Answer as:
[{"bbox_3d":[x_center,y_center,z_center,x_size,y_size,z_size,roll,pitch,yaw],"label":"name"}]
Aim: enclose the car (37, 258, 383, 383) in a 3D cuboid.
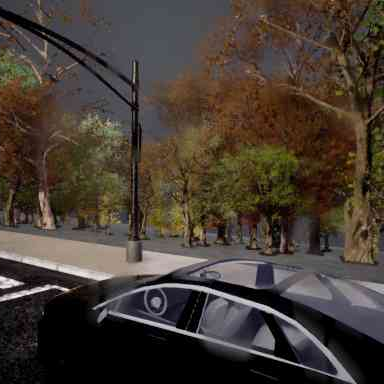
[{"bbox_3d":[0.259,1.491,3.489,4.902,1.511,2.128,0,0,37],"label":"car"}]
